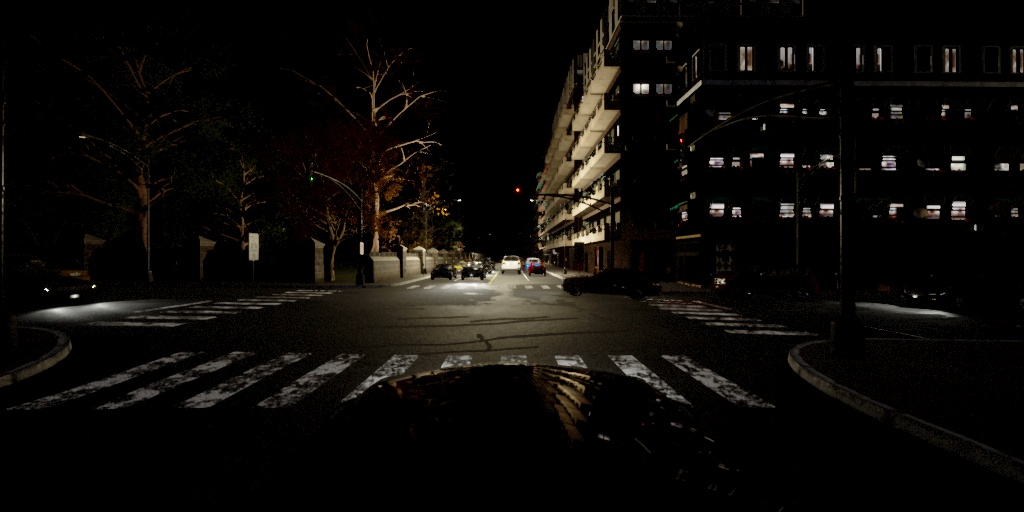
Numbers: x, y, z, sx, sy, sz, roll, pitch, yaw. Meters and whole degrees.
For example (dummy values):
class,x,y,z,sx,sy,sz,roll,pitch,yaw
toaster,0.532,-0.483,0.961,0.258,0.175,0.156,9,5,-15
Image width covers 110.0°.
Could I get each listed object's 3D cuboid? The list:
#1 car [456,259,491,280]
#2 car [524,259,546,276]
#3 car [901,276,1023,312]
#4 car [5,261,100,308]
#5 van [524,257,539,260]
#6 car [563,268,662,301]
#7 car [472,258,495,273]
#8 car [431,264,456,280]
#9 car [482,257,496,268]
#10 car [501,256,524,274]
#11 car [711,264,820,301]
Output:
class,x,y,z,sx,sy,sz,roll,pitch,yaw
car,-3.250,1.255,31.066,2.128,1.511,4.902,0,0,0
car,2.503,1.314,36.910,1.888,1.381,4.507,0,0,0
car,20.962,1.673,16.523,4.892,1.490,1.837,2,0,-1
car,-18.225,0.996,12.736,5.357,1.411,2.033,1,0,-1
van,2.472,1.115,42.541,1.690,1.789,3.998,0,0,0
car,4.875,1.325,17.662,4.674,1.442,1.812,2,1,21
car,-3.307,1.278,41.364,1.837,1.490,4.892,0,0,0
car,-5.847,1.329,31.235,1.948,1.339,4.313,0,0,0
car,-3.357,1.278,51.776,2.128,1.511,4.902,0,0,0
car,-0.115,0.996,42.237,2.150,2.045,5.566,0,0,-1
car,13.359,1.353,18.998,5.009,1.841,2.192,0,0,-1
